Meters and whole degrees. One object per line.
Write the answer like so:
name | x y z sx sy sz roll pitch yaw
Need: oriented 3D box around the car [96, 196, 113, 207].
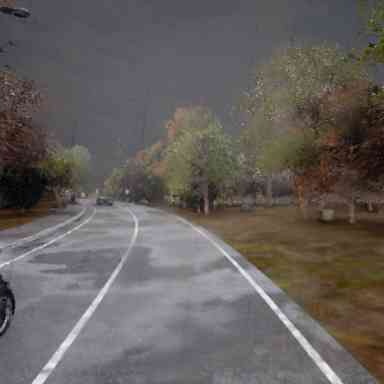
car | -12.099 1.236 45.951 1.994 1.385 4.181 2 -1 -21

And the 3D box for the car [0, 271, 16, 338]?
car | -3.774 1.550 3.634 1.994 1.385 4.181 0 0 -2
